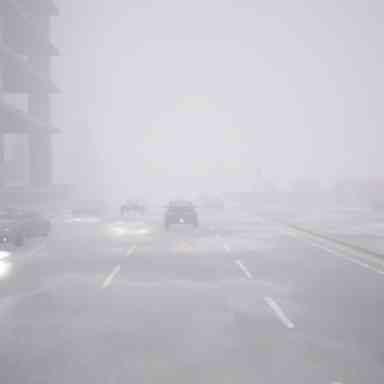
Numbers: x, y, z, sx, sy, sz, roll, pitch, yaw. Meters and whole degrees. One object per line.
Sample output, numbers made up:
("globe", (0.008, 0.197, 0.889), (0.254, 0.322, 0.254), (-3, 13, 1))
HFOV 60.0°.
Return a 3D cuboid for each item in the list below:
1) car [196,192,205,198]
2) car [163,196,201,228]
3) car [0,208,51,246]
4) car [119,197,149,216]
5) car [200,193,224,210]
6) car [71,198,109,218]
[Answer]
("car", (1.653, 0.803, 47.876), (1.882, 1.535, 5.008), (0, 1, -2))
("car", (-0.661, 1.231, 19.989), (1.837, 1.490, 4.892), (0, 1, -2))
("car", (-7.630, 1.411, 14.154), (1.994, 1.385, 4.181), (0, 1, -2))
("car", (-4.531, 1.059, 26.544), (1.895, 1.301, 4.718), (0, 1, -2))
("car", (2.194, 1.066, 34.928), (1.994, 1.385, 4.181), (0, 1, -2))
("car", (-8.140, 1.218, 27.073), (2.033, 1.411, 5.357), (0, 1, -2))
